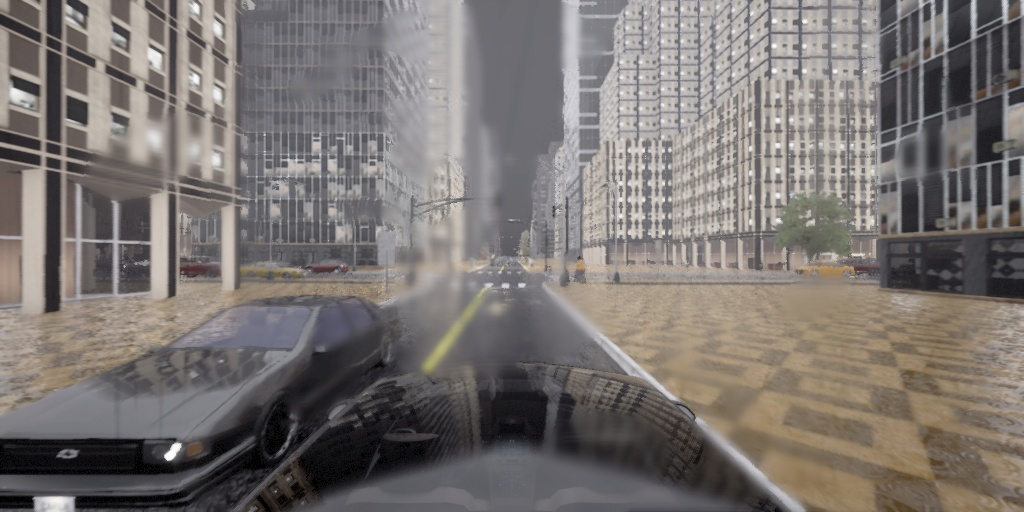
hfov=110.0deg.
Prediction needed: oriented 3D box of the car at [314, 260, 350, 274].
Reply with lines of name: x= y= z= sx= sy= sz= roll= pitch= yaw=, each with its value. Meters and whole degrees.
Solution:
car: x=-19.200 y=1.082 z=37.168 sx=4.097 sy=1.591 sz=1.967 roll=0 pitch=0 yaw=-1

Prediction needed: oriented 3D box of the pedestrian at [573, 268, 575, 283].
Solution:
pedestrian: x=4.385 y=0.876 z=23.495 sx=0.375 sy=1.860 sz=0.375 roll=0 pitch=0 yaw=0

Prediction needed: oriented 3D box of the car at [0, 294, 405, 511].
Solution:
car: x=-3.098 y=1.295 z=5.088 sx=2.033 sy=1.411 sz=5.357 roll=0 pitch=0 yaw=0

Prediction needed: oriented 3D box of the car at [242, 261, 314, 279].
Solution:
car: x=-18.891 y=1.143 z=28.532 sx=4.829 sy=1.417 sz=1.751 roll=0 pitch=0 yaw=-1

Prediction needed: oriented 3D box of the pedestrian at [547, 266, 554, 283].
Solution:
pedestrian: x=2.632 y=0.868 z=24.095 sx=0.375 sy=1.860 sz=0.375 roll=0 pitch=0 yaw=0

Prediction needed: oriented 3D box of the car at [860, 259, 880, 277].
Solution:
car: x=35.981 y=1.206 z=37.924 sx=5.009 sy=1.841 sz=2.192 roll=0 pitch=0 yaw=-1

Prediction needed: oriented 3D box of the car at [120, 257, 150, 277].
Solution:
car: x=-30.831 y=1.083 z=31.068 sx=4.674 sy=1.442 sz=1.812 roll=0 pitch=0 yaw=-1

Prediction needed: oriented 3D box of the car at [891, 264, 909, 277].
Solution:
car: x=41.677 y=1.475 z=38.016 sx=4.313 sy=1.339 sz=1.948 roll=0 pitch=0 yaw=-1

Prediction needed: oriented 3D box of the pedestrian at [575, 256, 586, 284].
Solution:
pedestrian: x=4.369 y=0.890 z=22.855 sx=0.375 sy=1.860 sz=0.375 roll=0 pitch=0 yaw=0

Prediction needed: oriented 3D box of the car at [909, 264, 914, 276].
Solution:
car: x=36.285 y=1.393 z=29.548 sx=4.829 sy=1.417 sz=1.751 roll=0 pitch=0 yaw=-1

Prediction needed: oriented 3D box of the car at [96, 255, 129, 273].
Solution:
car: x=-41.896 y=0.819 z=36.674 sx=5.009 sy=1.841 sz=2.192 roll=0 pitch=0 yaw=-1

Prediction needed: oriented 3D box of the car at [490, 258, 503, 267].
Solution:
car: x=-2.996 y=1.190 z=65.185 sx=1.837 sy=1.490 sz=4.892 roll=0 pitch=0 yaw=0

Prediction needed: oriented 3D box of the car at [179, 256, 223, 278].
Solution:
car: x=-24.740 y=0.900 z=28.468 sx=5.009 sy=1.841 sz=2.192 roll=0 pitch=0 yaw=-1

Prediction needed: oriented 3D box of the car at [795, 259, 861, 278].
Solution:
car: x=30.686 y=1.342 z=35.240 sx=5.008 sy=1.535 sz=1.882 roll=0 pitch=0 yaw=-1
